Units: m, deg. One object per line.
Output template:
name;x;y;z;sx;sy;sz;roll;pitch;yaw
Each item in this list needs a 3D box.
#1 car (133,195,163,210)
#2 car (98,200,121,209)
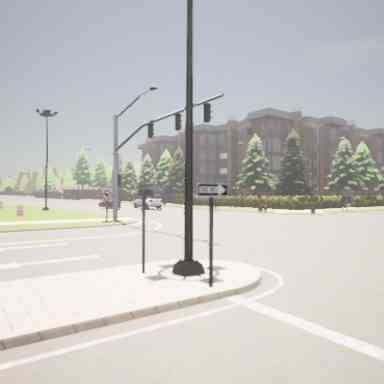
car;-6.208;1.358;46.217;2.150;2.045;5.566;0;0;-36
car;-12.095;1.590;48.374;1.882;1.535;5.008;0;0;-36
